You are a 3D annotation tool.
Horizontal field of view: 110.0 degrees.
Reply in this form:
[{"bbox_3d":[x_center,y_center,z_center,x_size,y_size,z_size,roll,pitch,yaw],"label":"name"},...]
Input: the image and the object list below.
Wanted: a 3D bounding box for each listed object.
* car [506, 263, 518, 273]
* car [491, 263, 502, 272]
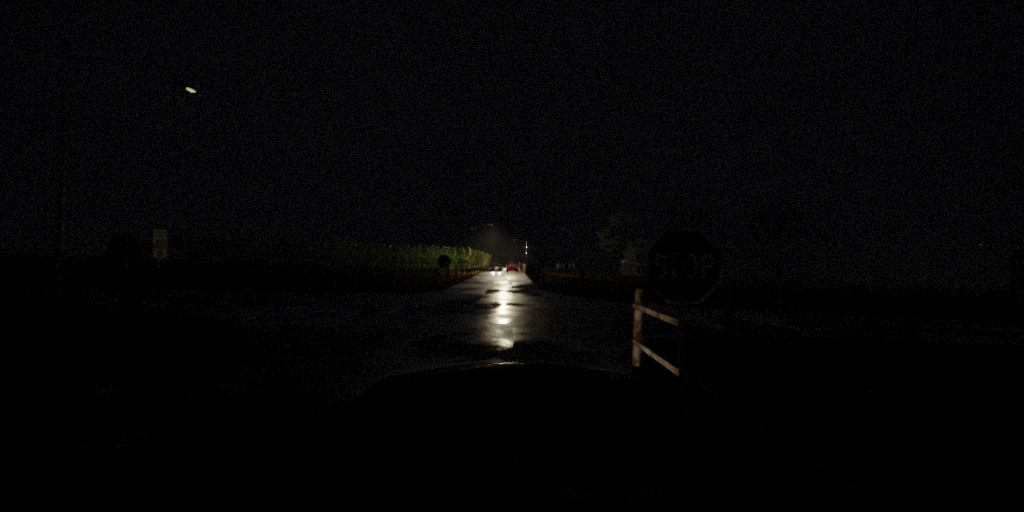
[{"bbox_3d":[0.028,2.003,60.085,1.882,1.535,5.008,0,-1,0],"label":"car"},{"bbox_3d":[-2.720,2.083,65.116,2.128,1.511,4.902,0,-1,0],"label":"car"}]
